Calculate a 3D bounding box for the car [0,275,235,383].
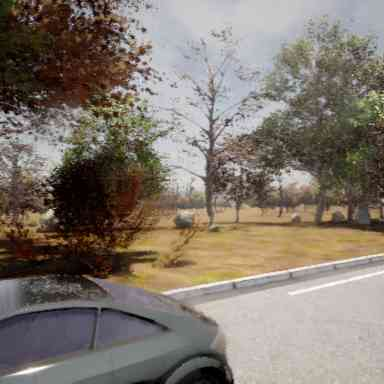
[{"bbox_3d":[-1.650,1.533,2.871,4.181,1.385,1.994,1,0,-34],"label":"car"}]
